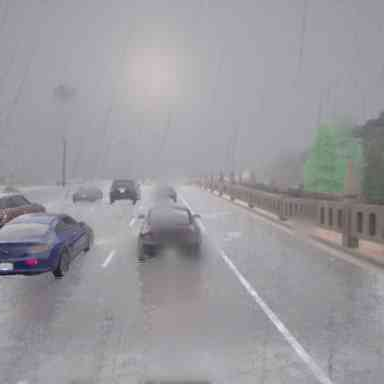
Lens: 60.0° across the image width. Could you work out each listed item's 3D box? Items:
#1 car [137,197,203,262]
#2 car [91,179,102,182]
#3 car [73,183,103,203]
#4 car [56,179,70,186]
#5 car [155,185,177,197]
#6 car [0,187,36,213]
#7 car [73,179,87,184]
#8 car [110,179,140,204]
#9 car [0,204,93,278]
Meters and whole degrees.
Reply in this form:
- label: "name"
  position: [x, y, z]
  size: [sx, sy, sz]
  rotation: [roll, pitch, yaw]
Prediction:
- label: "car"
  position: [-0.747, 1.204, 11.068]
  size: [1.837, 1.490, 4.892]
  rotation: [0, 3, -5]
- label: "car"
  position: [-19.875, -2.040, 69.696]
  size: [1.837, 1.490, 4.892]
  rotation: [0, 1, -5]
- label: "car"
  position: [-9.395, 0.162, 30.244]
  size: [1.994, 1.385, 4.181]
  rotation: [0, 3, -5]
- label: "car"
  position: [-26.885, -1.963, 69.520]
  size: [1.994, 1.385, 4.181]
  rotation: [0, 1, -5]
- label: "car"
  position: [-2.437, 0.044, 31.043]
  size: [2.128, 1.511, 4.902]
  rotation: [0, 3, -5]
- label: "car"
  position: [-8.049, 0.866, 14.425]
  size: [2.097, 1.767, 4.553]
  rotation: [0, 3, -5]
- label: "car"
  position: [-23.363, -2.046, 69.399]
  size: [1.882, 1.535, 5.008]
  rotation: [0, 1, -5]
- label: "car"
  position: [-5.786, -0.113, 29.092]
  size: [2.150, 2.045, 5.566]
  rotation: [0, 3, -5]
- label: "car"
  position: [-4.118, 1.309, 9.329]
  size: [1.812, 1.442, 4.674]
  rotation: [0, 3, -5]
